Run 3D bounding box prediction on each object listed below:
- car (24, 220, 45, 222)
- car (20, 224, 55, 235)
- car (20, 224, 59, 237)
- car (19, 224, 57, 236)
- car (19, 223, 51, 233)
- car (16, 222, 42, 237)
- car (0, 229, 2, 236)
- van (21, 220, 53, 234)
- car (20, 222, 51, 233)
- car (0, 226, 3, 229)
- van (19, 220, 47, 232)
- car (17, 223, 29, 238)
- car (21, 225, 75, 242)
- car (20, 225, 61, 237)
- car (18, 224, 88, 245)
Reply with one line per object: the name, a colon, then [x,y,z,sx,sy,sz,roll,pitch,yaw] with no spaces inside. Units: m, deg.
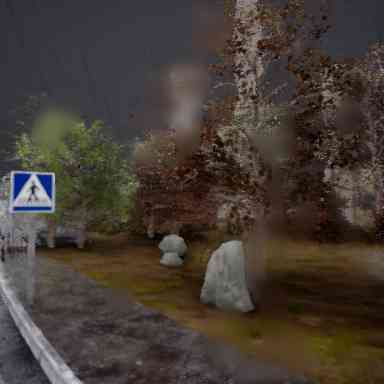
car: [-18.442,4.662,40.861,4.553,1.767,2.185,1,-5,-28]
car: [-23.504,5.644,50.608,4.792,1.488,2.163,1,-5,-28]
car: [-20.969,5.247,45.731,4.674,1.452,2.002,1,-5,-28]
car: [-22.278,5.444,48.151,4.792,1.488,2.163,1,-5,-28]
car: [-27.372,6.201,57.891,4.892,1.521,2.231,1,-5,-28]
car: [-16.023,4.343,35.925,5.366,1.575,1.946,1,-5,-28]
car: [-26.354,5.191,44.071,2.128,1.511,4.902,1,-5,-28]
van: [-24.709,5.591,53.097,4.442,1.987,1.878,1,-5,-28]
car: [-26.177,5.893,55.568,4.553,1.767,2.185,1,-5,-28]
car: [-21.512,4.114,34.875,2.150,2.045,5.566,1,-5,-28]
van: [-28.754,6.159,60.291,4.442,1.987,1.878,1,-4,-28]
car: [-12.029,3.671,28.719,5.008,1.535,2.097,1,-5,-28]
car: [-14.551,4.157,33.587,4.792,1.488,2.163,1,-5,-28]
car: [-19.696,5.038,43.299,4.674,1.452,2.002,1,-5,-28]
car: [-10.752,3.440,26.289,4.892,1.521,2.231,1,-5,-28]
